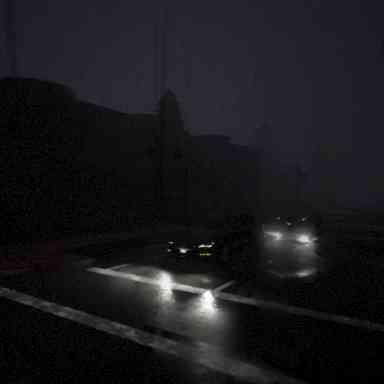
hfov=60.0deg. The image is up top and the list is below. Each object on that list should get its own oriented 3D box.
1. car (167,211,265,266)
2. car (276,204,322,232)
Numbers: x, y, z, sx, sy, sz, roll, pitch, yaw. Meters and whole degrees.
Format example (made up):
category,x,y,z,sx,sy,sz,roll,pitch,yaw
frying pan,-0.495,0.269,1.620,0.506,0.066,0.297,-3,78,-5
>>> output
category,x,y,z,sx,sy,sz,roll,pitch,yaw
car,1.047,1.468,11.717,1.837,1.490,4.892,0,0,33
car,6.640,1.490,20.380,1.812,1.442,4.674,1,0,33
